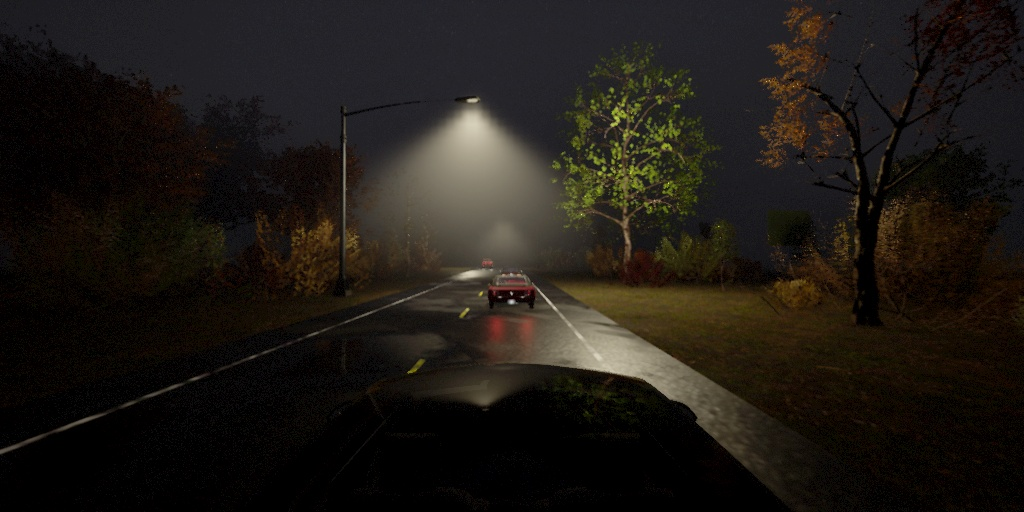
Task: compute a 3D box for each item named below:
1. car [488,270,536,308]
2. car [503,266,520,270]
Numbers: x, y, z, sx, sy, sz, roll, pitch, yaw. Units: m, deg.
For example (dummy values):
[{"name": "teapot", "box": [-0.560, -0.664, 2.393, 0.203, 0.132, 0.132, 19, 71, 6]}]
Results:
[{"name": "car", "box": [-0.015, 1.483, 15.958, 1.895, 1.301, 4.718, 0, 0, 0]}, {"name": "car", "box": [-0.077, 1.568, 30.847, 2.033, 1.411, 5.357, 0, -1, 0]}]
